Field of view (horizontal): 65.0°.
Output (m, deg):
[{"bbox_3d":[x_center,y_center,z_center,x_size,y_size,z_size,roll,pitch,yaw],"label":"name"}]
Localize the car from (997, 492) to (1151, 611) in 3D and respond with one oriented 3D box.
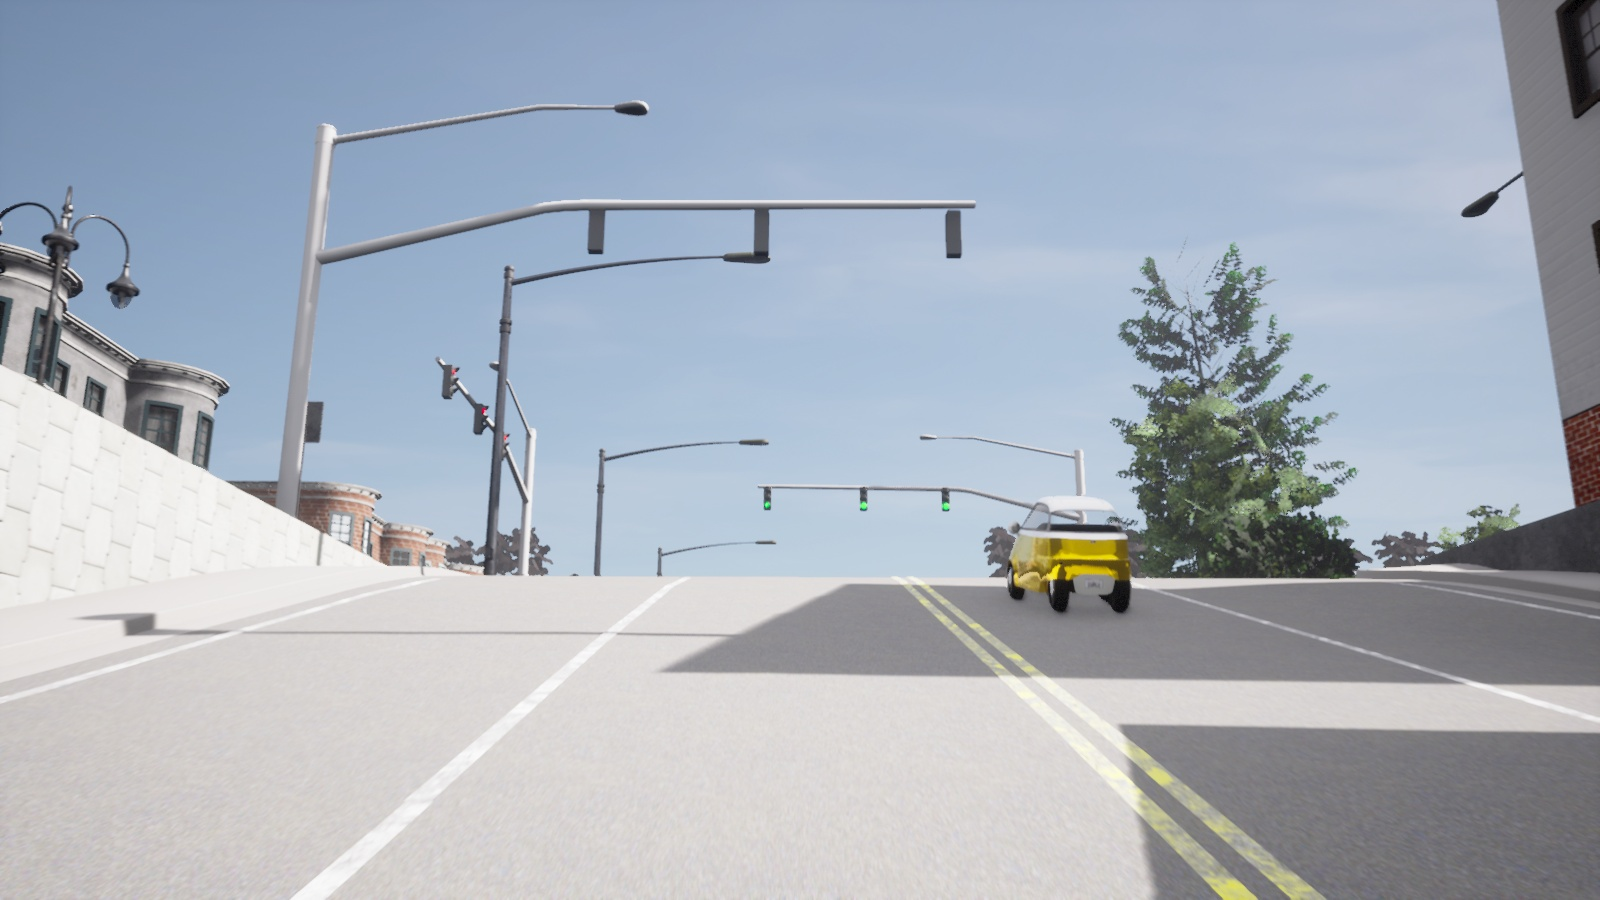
[{"bbox_3d":[3.466,1.255,16.167,1.481,1.376,2.207,1,-1,0],"label":"car"}]
